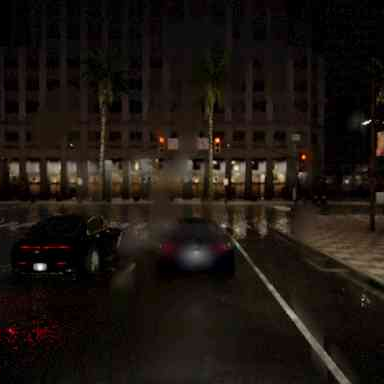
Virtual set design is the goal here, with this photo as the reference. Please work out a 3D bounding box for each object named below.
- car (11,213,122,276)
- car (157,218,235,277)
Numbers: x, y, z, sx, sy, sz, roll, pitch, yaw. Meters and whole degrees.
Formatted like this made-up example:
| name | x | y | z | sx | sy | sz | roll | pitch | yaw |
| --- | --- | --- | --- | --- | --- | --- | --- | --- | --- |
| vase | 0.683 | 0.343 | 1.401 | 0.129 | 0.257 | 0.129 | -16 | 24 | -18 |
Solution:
| name | x | y | z | sx | sy | sz | roll | pitch | yaw |
| --- | --- | --- | --- | --- | --- | --- | --- | --- | --- |
| car | -3.388 | 1.387 | 9.887 | 1.837 | 1.490 | 4.892 | 0 | 1 | 1 |
| car | 0.114 | 1.446 | 9.903 | 1.994 | 1.385 | 4.181 | 0 | 1 | 0 |
